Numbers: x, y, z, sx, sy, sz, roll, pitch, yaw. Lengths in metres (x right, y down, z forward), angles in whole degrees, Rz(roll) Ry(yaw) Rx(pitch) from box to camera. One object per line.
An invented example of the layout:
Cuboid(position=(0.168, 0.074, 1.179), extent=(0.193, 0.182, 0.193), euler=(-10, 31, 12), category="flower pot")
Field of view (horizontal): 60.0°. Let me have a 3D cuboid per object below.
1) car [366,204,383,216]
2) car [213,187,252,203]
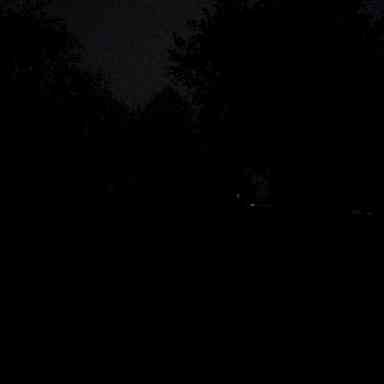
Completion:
Cuboid(position=(15.595, 1.244, 24.383), extent=(2.033, 1.411, 5.357), euler=(1, 2, -22), category="car")
Cuboid(position=(4.311, 0.306, 35.545), extent=(2.097, 1.767, 4.553), euler=(2, 2, -35), category="car")
